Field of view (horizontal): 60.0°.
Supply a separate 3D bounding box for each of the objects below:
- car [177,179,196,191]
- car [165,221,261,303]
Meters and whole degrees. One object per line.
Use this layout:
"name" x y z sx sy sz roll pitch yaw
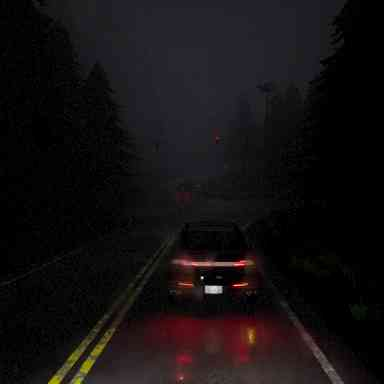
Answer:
"car" -0.697 -1.070 45.223 1.812 1.442 4.674 1 9 14
"car" 0.449 1.466 8.175 2.128 1.511 4.902 0 0 2
